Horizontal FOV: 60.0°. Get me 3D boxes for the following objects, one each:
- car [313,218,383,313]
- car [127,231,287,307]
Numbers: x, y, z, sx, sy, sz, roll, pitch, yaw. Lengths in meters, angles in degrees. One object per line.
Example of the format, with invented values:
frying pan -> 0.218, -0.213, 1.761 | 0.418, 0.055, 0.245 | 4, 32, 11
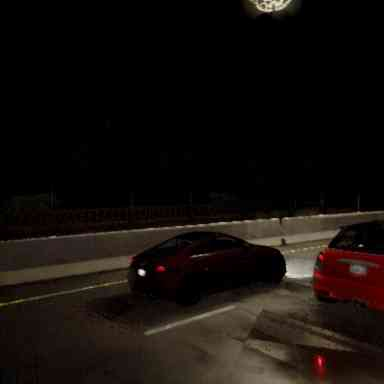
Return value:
car -> 4.650, 1.373, 7.123 | 4.553, 1.767, 2.097 | -1, -1, -36
car -> 0.503, 1.701, 8.446 | 4.181, 1.385, 1.994 | -1, -1, -38
